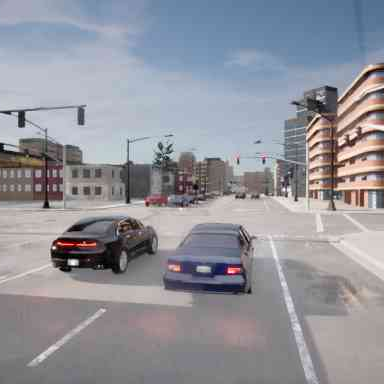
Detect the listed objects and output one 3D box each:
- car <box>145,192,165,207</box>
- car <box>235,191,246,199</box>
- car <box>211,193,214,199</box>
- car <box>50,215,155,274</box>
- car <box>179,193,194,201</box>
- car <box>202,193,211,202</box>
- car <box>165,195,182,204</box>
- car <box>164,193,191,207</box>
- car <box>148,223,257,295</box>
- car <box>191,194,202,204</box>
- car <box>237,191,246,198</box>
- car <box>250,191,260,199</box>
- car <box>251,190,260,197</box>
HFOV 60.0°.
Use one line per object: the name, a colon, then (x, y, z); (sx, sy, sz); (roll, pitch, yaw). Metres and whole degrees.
car: (-5.155, 1.080, 49.324); (2.150, 2.045, 5.566); (0, 1, 11)
car: (11.094, 0.902, 77.029); (1.994, 1.385, 4.181); (0, 1, 11)
car: (3.807, 0.862, 76.249); (1.882, 1.535, 5.008); (0, 1, 11)
car: (-2.510, 1.505, 10.664); (1.837, 1.490, 4.892); (0, 0, 11)
car: (-1.133, 1.073, 69.256); (2.033, 1.411, 5.357); (0, 1, 11)
car: (1.766, 1.119, 66.009); (2.033, 1.411, 5.357); (0, 1, 12)
car: (-3.253, 1.238, 58.882); (1.812, 1.442, 4.674); (0, 1, 12)
car: (-1.947, 1.223, 47.448); (2.097, 1.767, 4.553); (0, 1, 11)
car: (0.708, 1.547, 8.920); (2.033, 1.411, 5.357); (0, 0, 11)
car: (-0.188, 1.235, 56.359); (2.128, 1.511, 4.902); (0, 1, 11)
car: (12.988, 0.552, 86.681); (2.097, 1.767, 4.553); (0, 1, 11)
car: (14.341, 0.881, 75.403); (2.128, 1.511, 4.902); (0, 1, 11)
car: (16.344, 0.464, 85.607); (2.097, 1.767, 4.553); (0, 1, 11)
